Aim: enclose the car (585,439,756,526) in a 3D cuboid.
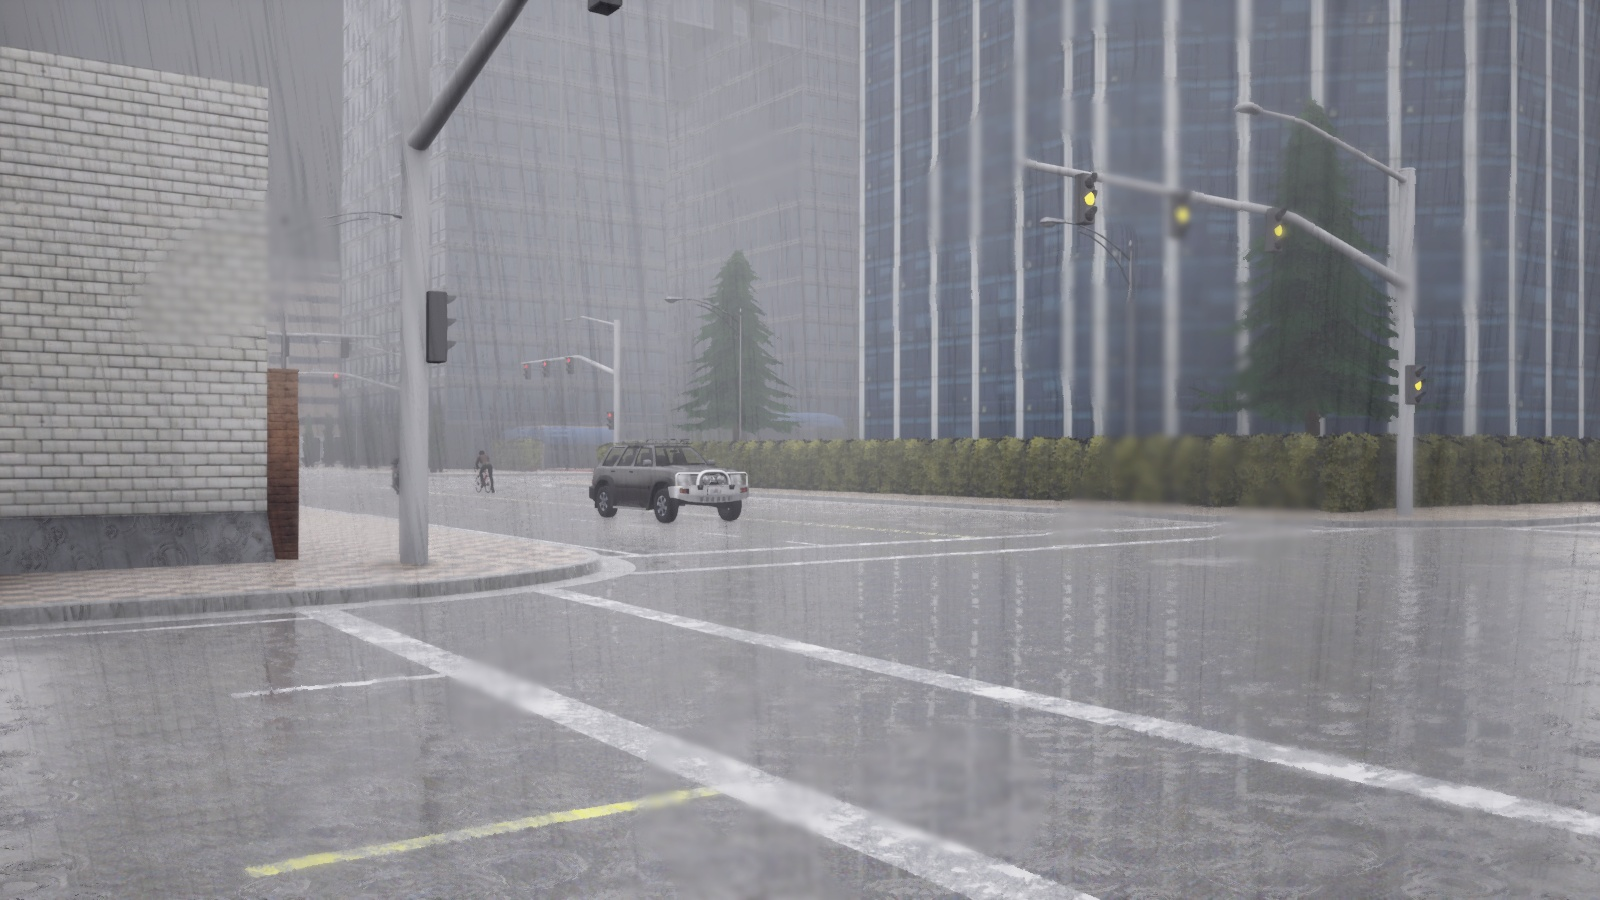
[{"bbox_3d":[-3.097,0.695,29.092,1.932,1.855,4.605,0,0,-35],"label":"car"}]
